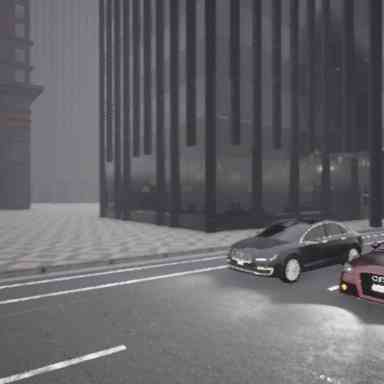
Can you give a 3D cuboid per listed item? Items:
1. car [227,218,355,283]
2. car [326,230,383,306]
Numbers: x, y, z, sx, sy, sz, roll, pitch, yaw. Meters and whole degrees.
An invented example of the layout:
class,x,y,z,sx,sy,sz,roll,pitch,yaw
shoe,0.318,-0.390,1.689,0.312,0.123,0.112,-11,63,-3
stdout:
class,x,y,z,sx,sy,sz,roll,pitch,yaw
car,3.231,1.576,9.976,4.892,1.490,1.837,0,0,-35
car,5.125,1.635,7.330,4.181,1.385,1.994,1,0,-35
